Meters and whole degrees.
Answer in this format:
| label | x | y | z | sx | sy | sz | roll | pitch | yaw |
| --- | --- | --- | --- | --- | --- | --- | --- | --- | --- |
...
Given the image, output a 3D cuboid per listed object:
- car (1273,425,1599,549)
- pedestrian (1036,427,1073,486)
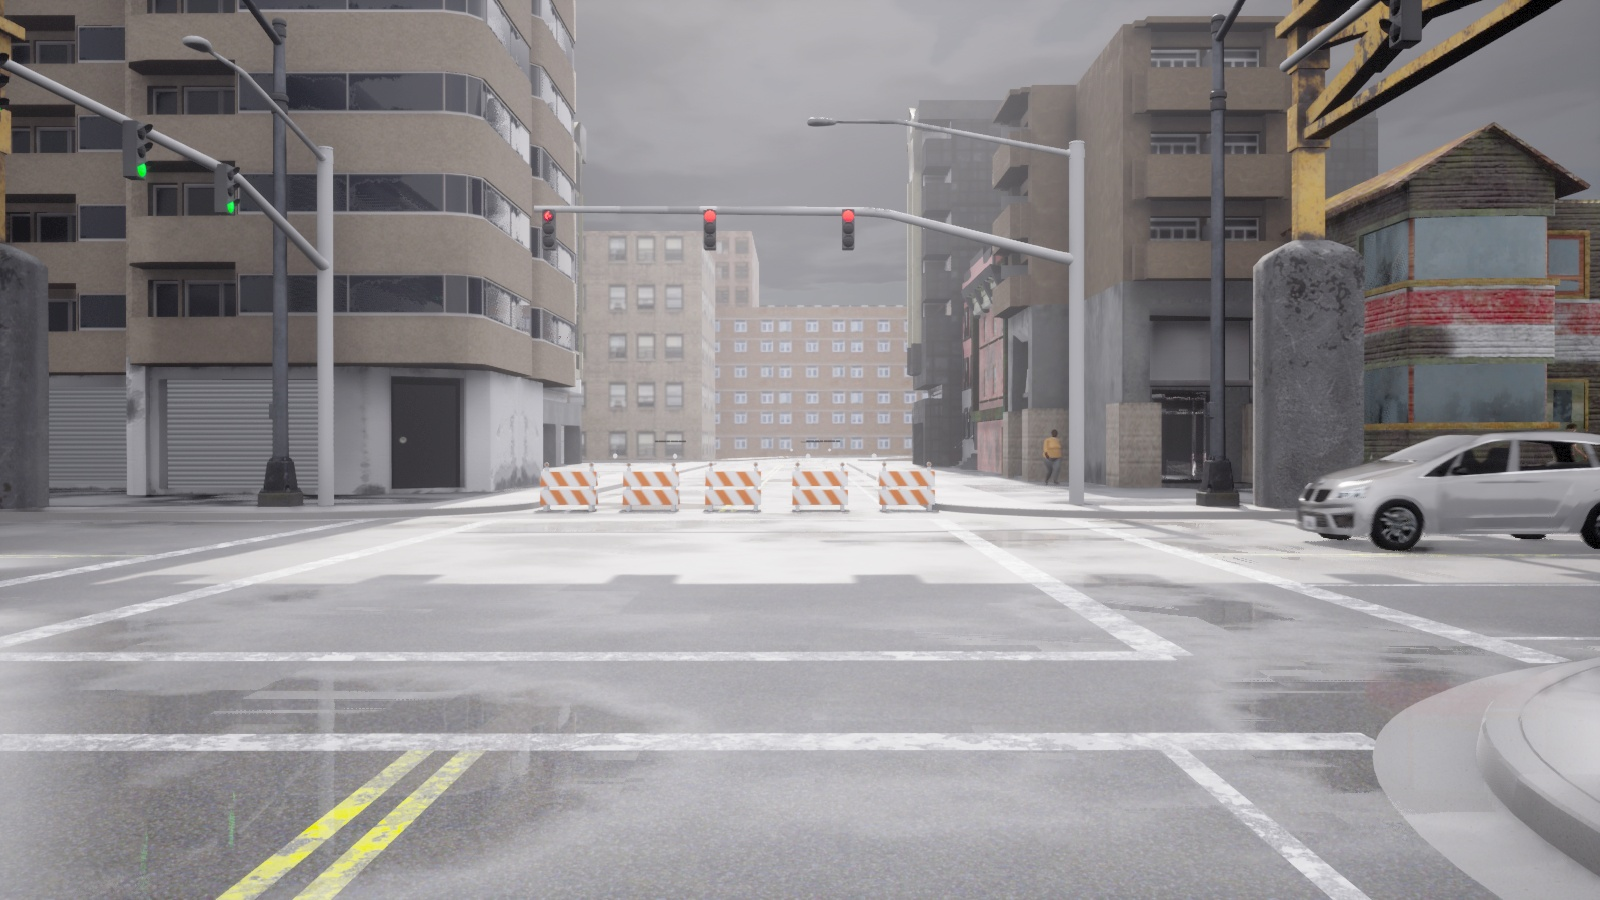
| label | x | y | z | sx | sy | sz | roll | pitch | yaw |
| --- | --- | --- | --- | --- | --- | --- | --- | --- | --- |
| car | 9.601 | 0.497 | 18.231 | 4.611 | 1.667 | 2.242 | 0 | 0 | 0 |
| pedestrian | 8.081 | 0.193 | 39.912 | 0.874 | 1.855 | 0.900 | 0 | 0 | -13 |
